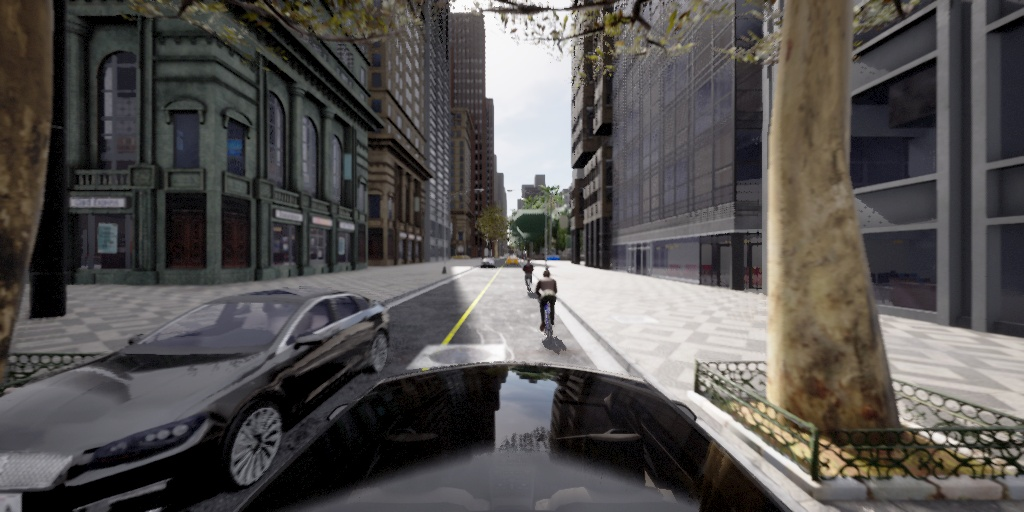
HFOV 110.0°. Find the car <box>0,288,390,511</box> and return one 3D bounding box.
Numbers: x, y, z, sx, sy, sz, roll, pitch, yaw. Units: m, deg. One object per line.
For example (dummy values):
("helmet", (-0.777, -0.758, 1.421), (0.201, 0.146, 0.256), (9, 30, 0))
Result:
("car", (-3.100, 1.220, 4.582), (2.128, 1.511, 4.902), (0, 0, 0))

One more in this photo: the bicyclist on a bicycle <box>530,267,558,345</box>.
("bicyclist on a bicycle", (0.823, 1.152, 8.394), (0.582, 1.620, 1.656), (0, 0, 0))

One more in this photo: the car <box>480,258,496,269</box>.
("car", (-3.086, 0.976, 47.484), (2.033, 1.411, 5.357), (0, 0, 0))

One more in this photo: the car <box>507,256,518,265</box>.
("car", (0.098, 0.812, 62.544), (1.882, 1.535, 5.008), (0, 0, 0))

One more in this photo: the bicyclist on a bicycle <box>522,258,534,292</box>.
("bicyclist on a bicycle", (0.823, 1.000, 18.005), (0.659, 1.776, 1.843), (0, 1, 0))
